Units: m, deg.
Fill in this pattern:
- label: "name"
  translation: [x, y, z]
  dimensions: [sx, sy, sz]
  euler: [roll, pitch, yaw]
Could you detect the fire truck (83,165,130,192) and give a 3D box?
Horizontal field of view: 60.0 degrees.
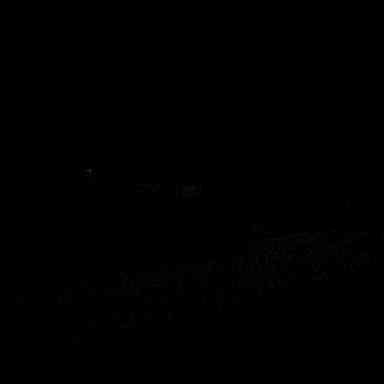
- label: "fire truck"
  translation: [-10.650, -1.310, 40.552]
  dimensions: [2.891, 3.827, 8.468]
  euler: [-1, 3, -35]
